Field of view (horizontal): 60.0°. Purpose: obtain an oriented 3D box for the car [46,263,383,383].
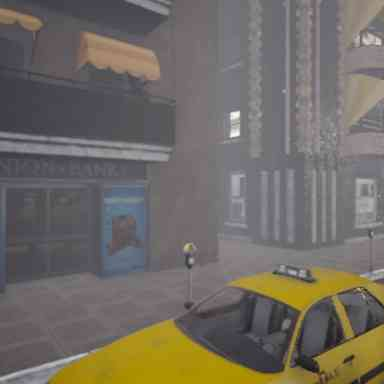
[{"bbox_3d":[0.924,1.514,3.556,4.829,1.417,1.752,0,0,-36],"label":"car"}]
